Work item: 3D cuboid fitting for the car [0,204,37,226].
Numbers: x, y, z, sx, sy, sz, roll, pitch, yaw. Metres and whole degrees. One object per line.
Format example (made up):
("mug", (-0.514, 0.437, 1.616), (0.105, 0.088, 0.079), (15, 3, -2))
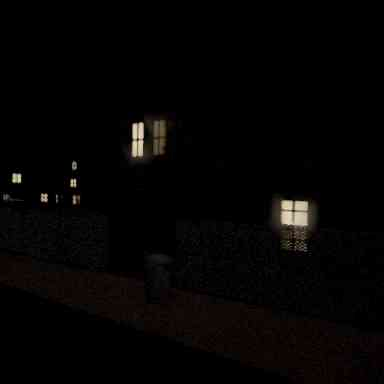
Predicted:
("car", (-14.425, 1.684, 24.562), (1.882, 1.535, 5.008), (2, 0, 37))

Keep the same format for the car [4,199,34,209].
("car", (-12.451, 1.486, 22.974), (2.150, 2.045, 5.566), (2, 0, 41))
